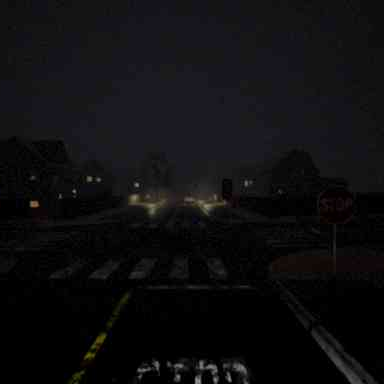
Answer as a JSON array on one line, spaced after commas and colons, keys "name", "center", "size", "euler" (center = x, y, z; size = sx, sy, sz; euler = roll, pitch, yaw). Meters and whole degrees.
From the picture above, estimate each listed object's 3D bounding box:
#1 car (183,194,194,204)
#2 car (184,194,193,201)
[{"name": "car", "center": [-0.574, 1.324, 59.372], "size": [1.812, 1.442, 4.674], "euler": [0, 0, -1]}, {"name": "car", "center": [-0.739, 1.141, 69.397], "size": [1.882, 1.535, 5.008], "euler": [0, 0, -2]}]
